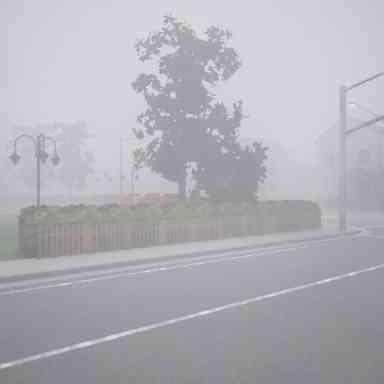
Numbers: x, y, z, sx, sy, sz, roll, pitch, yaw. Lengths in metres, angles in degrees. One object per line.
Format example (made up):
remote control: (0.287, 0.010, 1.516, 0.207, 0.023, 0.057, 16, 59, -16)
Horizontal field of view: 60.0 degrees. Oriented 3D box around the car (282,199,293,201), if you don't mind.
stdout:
car: (10.202, 1.524, 33.054, 1.837, 1.490, 4.892, 0, 0, -35)
